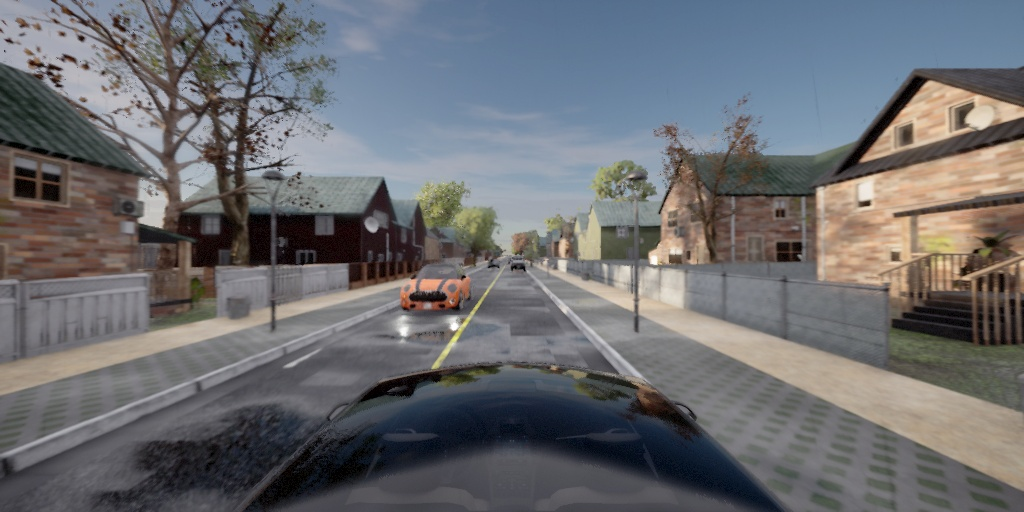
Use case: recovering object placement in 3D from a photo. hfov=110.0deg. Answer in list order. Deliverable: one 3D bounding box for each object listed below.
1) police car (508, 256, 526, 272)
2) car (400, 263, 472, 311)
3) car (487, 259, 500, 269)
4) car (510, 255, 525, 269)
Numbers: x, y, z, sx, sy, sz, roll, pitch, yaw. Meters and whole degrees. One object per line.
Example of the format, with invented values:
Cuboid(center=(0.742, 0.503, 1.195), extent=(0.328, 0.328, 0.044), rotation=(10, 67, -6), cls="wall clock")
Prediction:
Cuboid(center=(0.815, 1.153, 46.856), extent=(1.930, 1.638, 5.238), rotation=(0, 0, 0), cls="police car")
Cuboid(center=(-2.851, 1.099, 14.324), extent=(2.097, 1.767, 4.553), rotation=(0, 0, 0), cls="car")
Cuboid(center=(-2.811, 1.222, 56.269), extent=(1.837, 1.490, 4.892), rotation=(0, 0, 1), cls="car")
Cuboid(center=(0.813, 0.942, 56.779), extent=(2.150, 2.045, 5.566), rotation=(0, 0, 0), cls="car")
